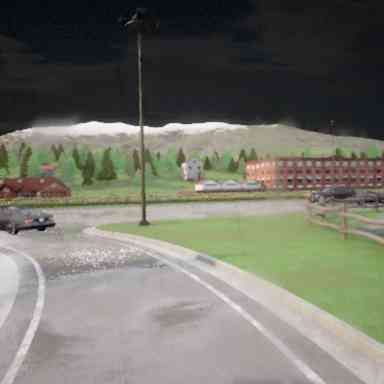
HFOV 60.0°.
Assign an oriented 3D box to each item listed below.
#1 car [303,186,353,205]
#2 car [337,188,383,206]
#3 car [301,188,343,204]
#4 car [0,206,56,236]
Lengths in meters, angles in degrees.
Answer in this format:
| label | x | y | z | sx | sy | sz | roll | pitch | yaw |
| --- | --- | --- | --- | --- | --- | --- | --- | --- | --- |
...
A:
| label | x | y | z | sx | sy | sz | roll | pitch | yaw |
| --- | --- | --- | --- | --- | --- | --- | --- | --- | --- |
| car | 16.123 | 0.367 | 38.087 | 5.566 | 2.045 | 2.150 | -1 | 1 | -17 |
| car | 18.414 | 0.629 | 35.120 | 4.902 | 1.511 | 2.128 | -1 | 1 | -17 |
| car | 16.276 | 0.445 | 41.779 | 4.553 | 1.767 | 2.097 | -1 | 1 | -17 |
| car | -9.865 | 1.509 | 18.234 | 5.357 | 1.411 | 2.033 | -1 | 1 | 30 |
